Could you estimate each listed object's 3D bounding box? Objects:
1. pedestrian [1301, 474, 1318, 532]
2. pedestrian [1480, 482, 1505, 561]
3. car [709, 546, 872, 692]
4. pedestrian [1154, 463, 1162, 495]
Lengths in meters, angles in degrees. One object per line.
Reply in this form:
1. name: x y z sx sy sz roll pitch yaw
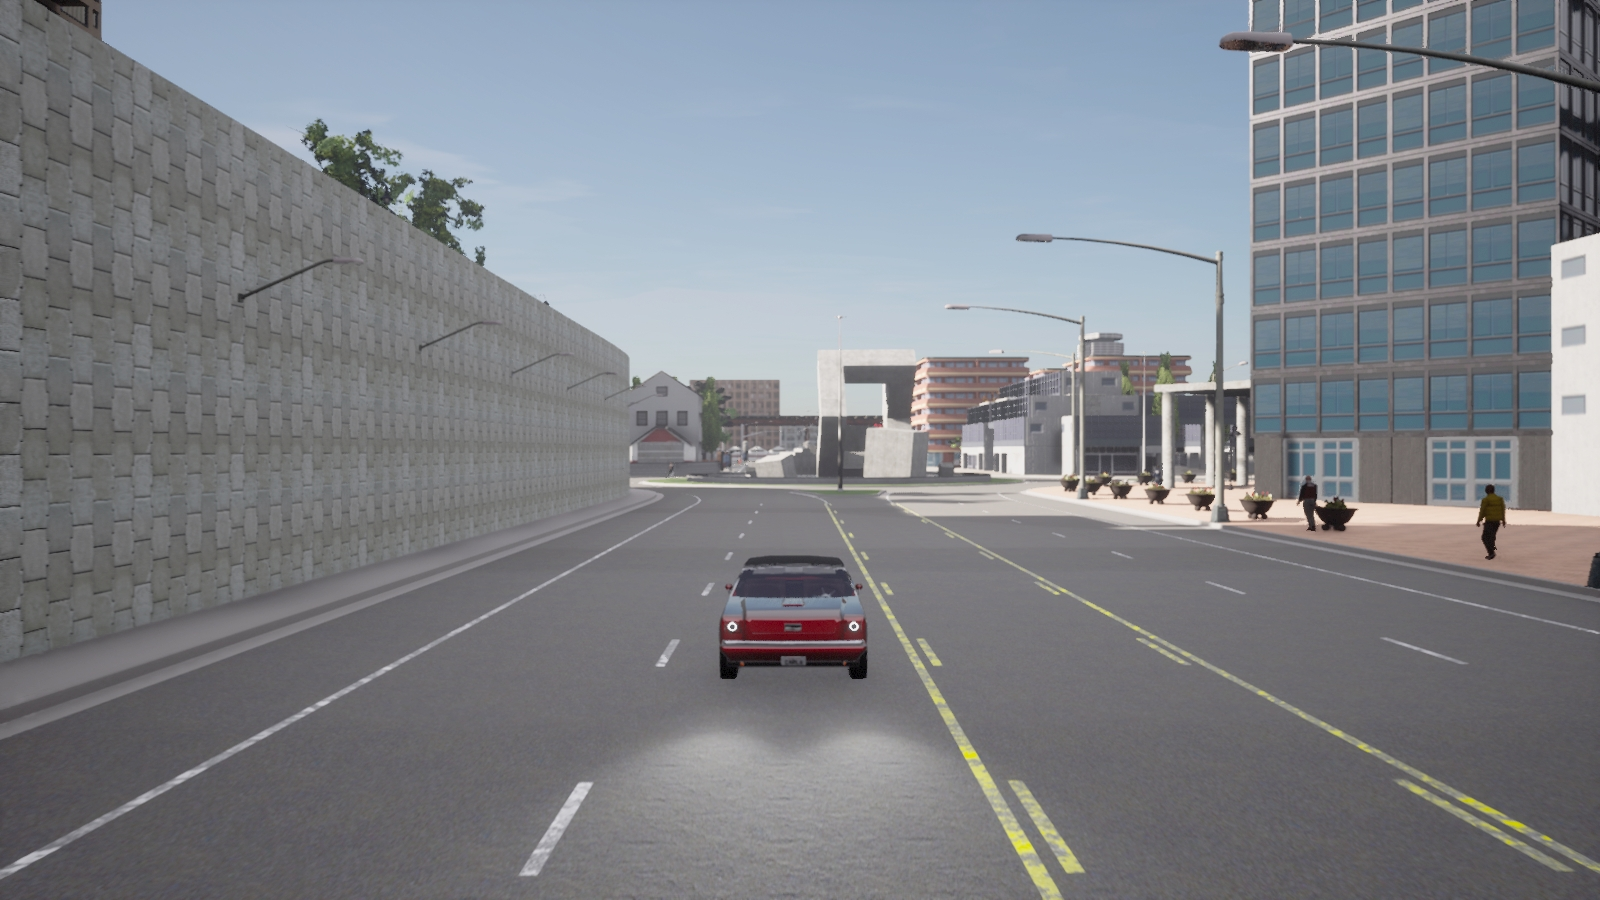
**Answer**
1. pedestrian: 16.393 1.695 36.750 0.375 1.860 0.375 0 0 0
2. pedestrian: 16.389 1.685 27.046 0.375 1.860 0.375 0 0 0
3. car: -0.114 2.172 15.700 1.895 1.301 4.718 0 0 0
4. pedestrian: 21.088 1.725 67.291 0.375 1.860 0.375 0 0 35
